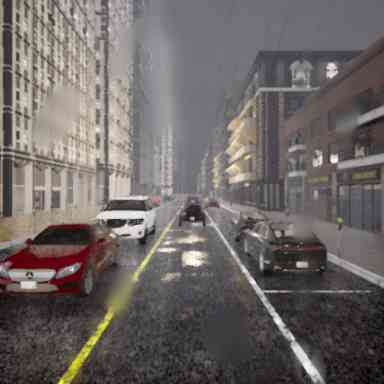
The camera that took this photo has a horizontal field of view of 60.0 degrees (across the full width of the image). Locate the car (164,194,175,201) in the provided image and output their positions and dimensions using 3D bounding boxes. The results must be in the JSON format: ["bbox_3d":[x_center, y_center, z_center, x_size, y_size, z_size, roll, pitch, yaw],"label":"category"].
[{"bbox_3d":[-5.669,1.502,78.095,1.947,1.339,4.313,0,0,0],"label":"car"}]

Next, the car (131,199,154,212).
[{"bbox_3d":[-5.678,1.510,38.555,2.008,1.369,4.403,0,0,0],"label":"car"}]

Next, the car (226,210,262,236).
[{"bbox_3d":[2.696,1.532,15.959,2.008,1.369,4.403,0,0,0],"label":"car"}]

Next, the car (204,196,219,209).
[{"bbox_3d":[2.703,1.536,44.202,1.802,1.307,4.206,0,0,0],"label":"car"}]

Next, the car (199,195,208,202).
[{"bbox_3d":[2.712,1.501,78.093,1.947,1.339,4.313,0,0,0],"label":"car"}]

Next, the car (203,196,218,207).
[{"bbox_3d":[2.704,1.390,49.850,1.967,1.590,4.097,0,0,0],"label":"car"}]

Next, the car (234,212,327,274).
[{"bbox_3d":[2.694,1.538,10.310,2.008,1.369,4.403,0,0,0],"label":"car"}]

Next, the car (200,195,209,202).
[{"bbox_3d":[2.710,1.463,72.614,1.752,1.417,4.829,0,0,0],"label":"car"}]

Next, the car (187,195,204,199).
[{"bbox_3d":[0.102,1.305,44.219,2.097,1.767,4.553,0,0,0],"label":"car"}]

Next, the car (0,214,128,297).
[{"bbox_3d":[-3.099,1.515,8.663,1.812,1.442,4.674,0,0,0],"label":"car"}]

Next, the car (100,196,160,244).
[{"bbox_3d":[-2.995,1.205,15.933,2.150,2.045,5.566,0,0,0],"label":"car"}]

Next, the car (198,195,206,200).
[{"bbox_3d":[2.715,1.484,89.390,2.008,1.369,4.403,0,0,0],"label":"car"}]

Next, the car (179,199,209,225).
[{"bbox_3d":[0.041,1.498,23.418,1.812,1.442,4.674,0,0,1],"label":"car"}]

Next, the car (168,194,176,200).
[{"bbox_3d":[-5.665,1.374,95.041,1.967,1.590,4.097,0,0,0],"label":"car"}]
